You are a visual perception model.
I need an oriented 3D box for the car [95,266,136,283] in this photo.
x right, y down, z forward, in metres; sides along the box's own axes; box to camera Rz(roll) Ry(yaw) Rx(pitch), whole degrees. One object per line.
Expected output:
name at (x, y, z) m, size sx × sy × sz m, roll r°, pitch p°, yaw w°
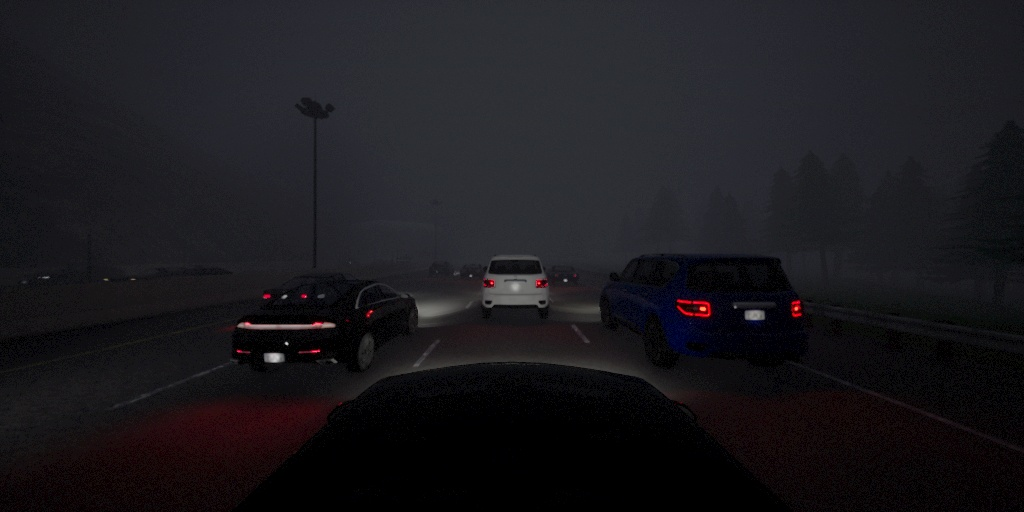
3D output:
car at (-21.101, 1.348, 21.413) m, size 1.895 × 1.301 × 4.718 m, roll 0°, pitch 0°, yaw 0°

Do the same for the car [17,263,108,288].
car at (-28.098, 1.239, 23.139) m, size 2.128 × 1.511 × 4.902 m, roll 0°, pitch 0°, yaw 0°

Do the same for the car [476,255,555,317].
car at (0.099, 0.970, 13.201) m, size 2.150 × 2.045 × 5.566 m, roll 0°, pitch 0°, yaw 0°

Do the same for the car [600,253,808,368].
car at (3.599, 0.970, 8.000) m, size 2.150 × 2.045 × 5.566 m, roll 0°, pitch 0°, yaw 0°

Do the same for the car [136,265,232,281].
car at (-17.601, 1.349, 20.187) m, size 1.895 × 1.301 × 4.718 m, roll 0°, pitch 0°, yaw 0°

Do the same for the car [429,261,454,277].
car at (-6.902, 1.237, 35.408) m, size 2.128 × 1.511 × 4.902 m, roll 0°, pitch 0°, yaw 0°

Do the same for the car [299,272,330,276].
car at (-6.899, 1.296, 13.450) m, size 2.033 × 1.411 × 5.357 m, roll 0°, pitch 0°, yaw 0°

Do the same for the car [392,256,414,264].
car at (-17.993, 0.963, 60.566) m, size 2.150 × 2.045 × 5.566 m, roll 0°, pitch 0°, yaw -3°

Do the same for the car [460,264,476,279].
car at (-3.404, 1.347, 31.911) m, size 1.895 × 1.301 × 4.718 m, roll 0°, pitch 0°, yaw 0°

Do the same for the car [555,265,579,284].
car at (3.597, 1.347, 26.328) m, size 1.895 × 1.301 × 4.718 m, roll 0°, pitch 0°, yaw 0°

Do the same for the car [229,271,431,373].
car at (-3.403, 1.241, 7.561) m, size 2.128 × 1.511 × 4.902 m, roll 0°, pitch 0°, yaw 0°
